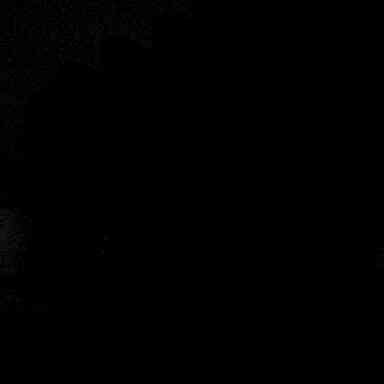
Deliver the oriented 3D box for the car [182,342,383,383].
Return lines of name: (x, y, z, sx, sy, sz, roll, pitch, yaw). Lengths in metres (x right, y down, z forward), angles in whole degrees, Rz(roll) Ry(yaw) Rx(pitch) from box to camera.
car: (1.832, 1.544, 1.504, 4.507, 1.381, 1.887, 0, 0, 35)
